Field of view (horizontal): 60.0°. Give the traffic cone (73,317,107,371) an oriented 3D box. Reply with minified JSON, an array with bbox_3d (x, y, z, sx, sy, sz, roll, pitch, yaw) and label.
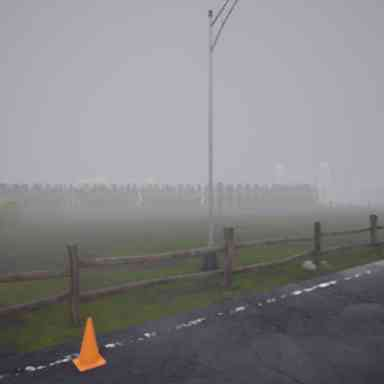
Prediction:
[{"bbox_3d":[-1.352,1.962,4.404,0.340,0.580,0.340,0,0,-36],"label":"traffic cone"}]
